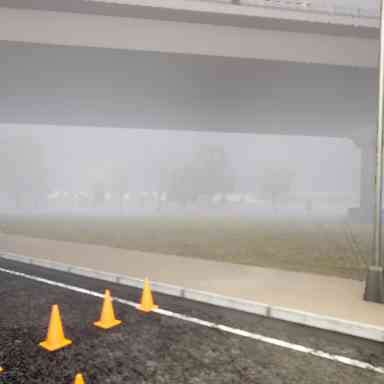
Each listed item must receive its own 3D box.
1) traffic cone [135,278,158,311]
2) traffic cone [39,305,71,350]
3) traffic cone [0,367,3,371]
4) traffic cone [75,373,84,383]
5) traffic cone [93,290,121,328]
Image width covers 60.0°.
[{"bbox_3d":[-0.916,2.033,6.696,0.340,0.580,0.340,-1,-1,36],"label":"traffic cone"},{"bbox_3d":[-2.086,2.019,5.076,0.340,0.580,0.340,-1,-1,36],"label":"traffic cone"},{"bbox_3d":[-2.672,2.012,4.265,0.340,0.580,0.340,-1,-1,36],"label":"traffic cone"},{"bbox_3d":[-1.051,1.994,3.095,0.340,0.580,0.340,-1,-1,36],"label":"traffic cone"},{"bbox_3d":[-1.501,2.026,5.886,0.340,0.580,0.340,-1,-1,36],"label":"traffic cone"}]
